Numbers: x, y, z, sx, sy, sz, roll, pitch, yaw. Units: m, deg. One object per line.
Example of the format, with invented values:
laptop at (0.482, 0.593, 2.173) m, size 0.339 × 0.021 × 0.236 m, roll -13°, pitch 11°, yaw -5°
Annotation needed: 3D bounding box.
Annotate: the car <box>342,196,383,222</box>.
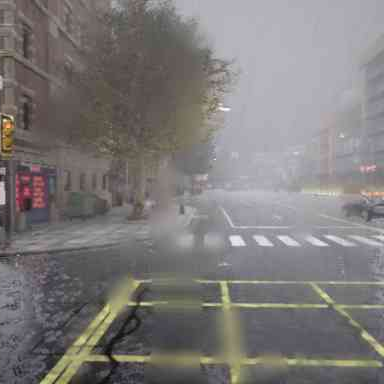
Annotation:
car at (11.209, 1.012, 21.074) m, size 2.128 × 1.511 × 4.902 m, roll 0°, pitch 1°, yaw 3°
